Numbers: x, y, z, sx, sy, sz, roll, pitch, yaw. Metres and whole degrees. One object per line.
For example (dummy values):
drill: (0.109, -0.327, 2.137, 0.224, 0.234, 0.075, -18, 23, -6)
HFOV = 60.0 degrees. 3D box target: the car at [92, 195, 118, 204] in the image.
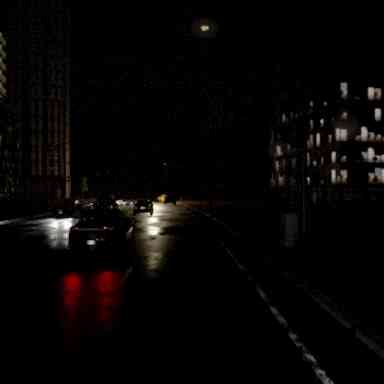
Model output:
car: (-8.035, 1.309, 30.780, 2.097, 1.767, 4.553, 0, 0, -5)

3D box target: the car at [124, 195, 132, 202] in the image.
car: (-13.688, 1.362, 71.107, 1.837, 1.490, 4.892, 0, 0, -11)

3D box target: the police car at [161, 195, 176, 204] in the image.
police car: (-3.939, 1.341, 59.329, 1.930, 1.638, 5.238, 0, 0, -9)

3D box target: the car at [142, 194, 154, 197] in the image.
car: (-11.685, 1.276, 91.838, 2.033, 1.411, 5.357, 0, 0, -15)

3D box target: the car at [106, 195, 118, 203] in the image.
car: (-16.869, 1.393, 70.441, 2.128, 1.511, 4.902, 0, 0, -11)

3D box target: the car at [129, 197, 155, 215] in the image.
car: (-4.739, 1.499, 32.845, 2.033, 1.411, 5.357, 0, 0, -5)

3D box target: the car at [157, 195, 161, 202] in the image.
car: (-5.731, 1.361, 69.411, 1.801, 1.575, 5.366, 0, 0, -11)

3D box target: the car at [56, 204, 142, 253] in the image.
car: (-3.488, 1.472, 13.610, 2.128, 1.511, 4.902, 0, 0, -2)

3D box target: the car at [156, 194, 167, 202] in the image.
car: (-6.928, 1.355, 75.387, 1.801, 1.575, 5.366, 0, 0, -12)

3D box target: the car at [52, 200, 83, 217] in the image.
car: (-11.259, 1.452, 30.381, 2.128, 1.511, 4.902, 0, 0, -5)
